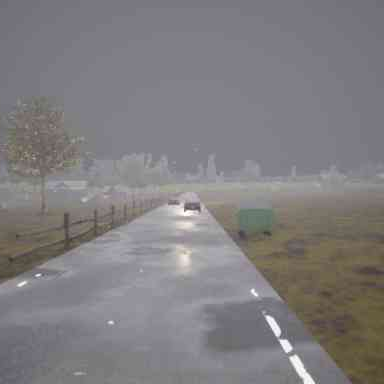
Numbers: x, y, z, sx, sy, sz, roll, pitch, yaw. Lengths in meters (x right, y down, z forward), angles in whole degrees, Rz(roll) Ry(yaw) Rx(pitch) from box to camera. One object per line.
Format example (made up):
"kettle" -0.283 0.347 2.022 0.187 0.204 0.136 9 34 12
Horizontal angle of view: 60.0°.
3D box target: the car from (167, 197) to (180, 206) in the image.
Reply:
"car" -2.819 1.459 52.156 2.033 1.411 5.357 0 0 1

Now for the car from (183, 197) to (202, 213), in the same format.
"car" 0.064 1.423 36.997 1.882 1.535 5.008 0 0 0

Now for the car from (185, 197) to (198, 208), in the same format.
"car" 0.013 1.445 48.664 1.812 1.442 4.674 0 0 1

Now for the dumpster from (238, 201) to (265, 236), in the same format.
"dumpster" 3.135 1.372 17.755 1.020 1.700 1.940 1 1 0
